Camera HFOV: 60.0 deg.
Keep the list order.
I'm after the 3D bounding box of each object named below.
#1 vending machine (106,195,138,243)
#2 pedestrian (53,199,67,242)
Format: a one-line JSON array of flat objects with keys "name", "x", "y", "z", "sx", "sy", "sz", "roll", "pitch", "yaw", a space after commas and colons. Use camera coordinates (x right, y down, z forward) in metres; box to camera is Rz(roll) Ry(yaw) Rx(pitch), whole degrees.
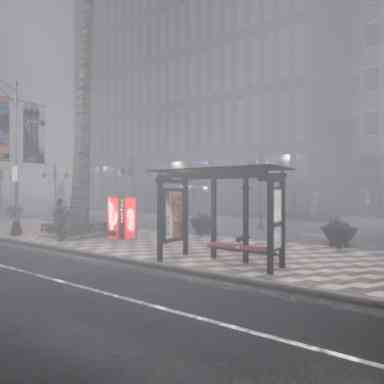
[{"name": "vending machine", "x": -3.186, "y": 1.189, "z": 15.179, "sx": 0.880, "sy": 2.100, "sz": 1.100, "roll": 0, "pitch": 0, "yaw": 35}, {"name": "pedestrian", "x": -5.473, "y": 1.134, "z": 13.770, "sx": 0.375, "sy": 1.860, "sz": 0.375, "roll": 0, "pitch": 0, "yaw": 35}]
